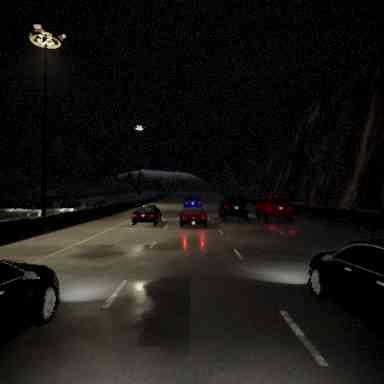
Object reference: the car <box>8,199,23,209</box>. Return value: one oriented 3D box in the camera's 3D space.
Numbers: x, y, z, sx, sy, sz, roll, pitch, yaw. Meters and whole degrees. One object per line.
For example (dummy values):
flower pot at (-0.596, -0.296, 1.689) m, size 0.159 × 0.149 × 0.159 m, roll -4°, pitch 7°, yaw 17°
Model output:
car at (-24.533, 1.658, 48.609) m, size 2.033 × 1.411 × 5.357 m, roll 0°, pitch 0°, yaw 1°

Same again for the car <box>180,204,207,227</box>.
car at (0.099, 1.764, 24.179) m, size 1.895 × 1.301 × 4.718 m, roll 0°, pitch 0°, yaw 0°

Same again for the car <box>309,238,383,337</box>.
car at (3.600, 1.563, 5.753) m, size 1.837 × 1.490 × 4.892 m, roll 0°, pitch -1°, yaw 0°

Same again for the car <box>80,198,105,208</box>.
car at (-14.036, 1.604, 48.396) m, size 2.128 × 1.511 × 4.902 m, roll 0°, pitch 0°, yaw 1°

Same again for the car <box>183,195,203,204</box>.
car at (0.097, 1.376, 39.787) m, size 2.150 × 2.045 × 5.566 m, roll 0°, pitch 0°, yaw 0°

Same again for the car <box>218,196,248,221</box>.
car at (3.598, 1.391, 29.560) m, size 2.150 × 2.045 × 5.566 m, roll 0°, pitch 0°, yaw 0°

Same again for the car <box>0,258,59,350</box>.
car at (-3.400, 1.550, 4.329) m, size 1.837 × 1.490 × 4.892 m, roll 0°, pitch -1°, yaw 0°

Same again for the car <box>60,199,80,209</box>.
car at (-17.539, 1.677, 48.333) m, size 1.994 × 1.385 × 4.181 m, roll 0°, pitch 0°, yaw 0°

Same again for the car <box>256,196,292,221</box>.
car at (7.098, 1.391, 29.207) m, size 2.150 × 2.045 × 5.566 m, roll 0°, pitch 0°, yaw 0°

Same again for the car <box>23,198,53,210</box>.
car at (-21.052, 1.629, 46.425) m, size 1.837 × 1.490 × 4.892 m, roll 0°, pitch 0°, yaw 0°

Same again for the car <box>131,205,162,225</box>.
car at (-3.402, 1.713, 25.626) m, size 2.033 × 1.411 × 5.357 m, roll 0°, pitch 0°, yaw 0°
